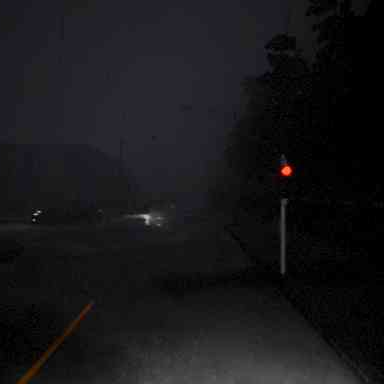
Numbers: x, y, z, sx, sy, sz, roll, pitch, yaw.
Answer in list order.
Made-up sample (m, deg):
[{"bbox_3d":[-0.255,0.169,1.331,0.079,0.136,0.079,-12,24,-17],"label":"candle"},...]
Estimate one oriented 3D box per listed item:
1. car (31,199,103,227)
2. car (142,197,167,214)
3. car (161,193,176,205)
[{"bbox_3d":[-8.500,1.353,22.801,4.553,1.767,2.097,0,-1,-25],"label":"car"},{"bbox_3d":[-4.059,1.565,35.399,1.994,1.385,4.181,0,0,0],"label":"car"},{"bbox_3d":[-4.019,1.222,57.513,2.150,2.045,5.566,0,0,0],"label":"car"}]
